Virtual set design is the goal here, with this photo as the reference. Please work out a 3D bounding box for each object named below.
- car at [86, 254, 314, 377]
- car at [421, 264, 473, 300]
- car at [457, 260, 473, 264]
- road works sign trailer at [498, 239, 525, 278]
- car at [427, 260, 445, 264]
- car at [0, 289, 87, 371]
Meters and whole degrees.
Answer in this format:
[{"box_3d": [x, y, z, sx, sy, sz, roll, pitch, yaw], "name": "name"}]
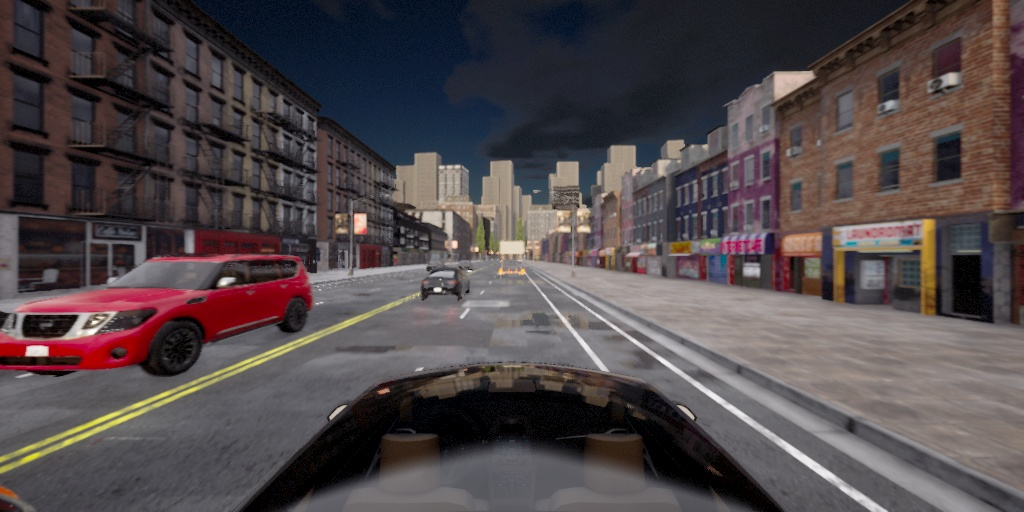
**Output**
[{"box_3d": [-6.604, 0.970, 7.749, 2.150, 2.045, 5.566, 0, 0, 0], "name": "car"}, {"box_3d": [-3.163, 1.279, 17.564, 1.812, 1.442, 4.674, 0, 0, 0], "name": "car"}, {"box_3d": [-6.599, 1.319, 50.645, 1.837, 1.490, 4.892, 0, 0, 0], "name": "car"}, {"box_3d": [-0.022, 0.241, 33.733, 2.380, 3.560, 2.880, 0, 0, 0], "name": "road works sign trailer"}, {"box_3d": [-9.858, 1.307, 46.775, 1.837, 1.490, 4.892, 0, 0, 0], "name": "car"}, {"box_3d": [-9.853, 1.349, 5.162, 1.895, 1.301, 4.718, 0, 0, 0], "name": "car"}]
